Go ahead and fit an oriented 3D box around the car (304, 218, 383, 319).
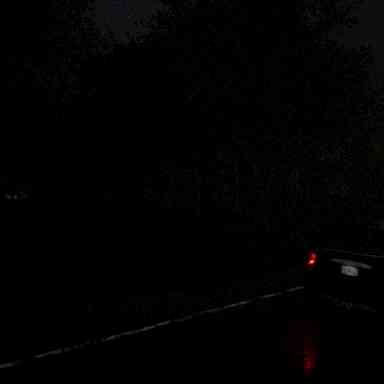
[{"bbox_3d":[4.406,1.354,6.868,4.553,1.767,2.097,0,0,-35],"label":"car"}]
